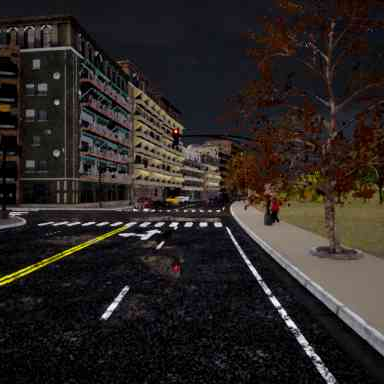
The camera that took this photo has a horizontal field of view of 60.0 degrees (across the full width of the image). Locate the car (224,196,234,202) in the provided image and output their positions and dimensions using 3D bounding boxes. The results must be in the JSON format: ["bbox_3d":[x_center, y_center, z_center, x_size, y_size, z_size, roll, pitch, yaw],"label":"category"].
[{"bbox_3d":[9.813,1.879,88.709,2.128,1.511,4.902,0,0,13],"label":"car"}]

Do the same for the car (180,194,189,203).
[{"bbox_3d":[-2.159,1.536,78.838,2.150,2.045,5.566,0,0,10],"label":"car"}]

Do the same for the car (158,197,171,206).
[{"bbox_3d":[-5.615,1.787,58.254,1.895,1.301,4.718,0,0,8],"label":"car"}]

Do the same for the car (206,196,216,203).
[{"bbox_3d":[4.455,1.842,78.840,2.128,1.511,4.902,0,0,11],"label":"car"}]

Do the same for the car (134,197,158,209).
[{"bbox_3d":[-6.895,1.483,48.255,2.097,1.767,4.553,0,0,7],"label":"car"}]

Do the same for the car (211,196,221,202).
[{"bbox_3d":[6.545,1.825,88.989,1.882,1.535,5.008,0,0,13],"label":"car"}]

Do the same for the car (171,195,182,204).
[{"bbox_3d":[-4.010,1.723,68.429,1.882,1.535,5.008,0,0,9],"label":"car"}]

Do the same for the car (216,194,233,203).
[{"bbox_3d":[7.660,1.542,78.298,2.150,2.045,5.566,0,0,11],"label":"car"}]

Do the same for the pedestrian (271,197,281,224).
[{"bbox_3d":[5.353,1.169,21.487,0.375,1.860,0.375,0,0,3],"label":"pedestrian"}]
